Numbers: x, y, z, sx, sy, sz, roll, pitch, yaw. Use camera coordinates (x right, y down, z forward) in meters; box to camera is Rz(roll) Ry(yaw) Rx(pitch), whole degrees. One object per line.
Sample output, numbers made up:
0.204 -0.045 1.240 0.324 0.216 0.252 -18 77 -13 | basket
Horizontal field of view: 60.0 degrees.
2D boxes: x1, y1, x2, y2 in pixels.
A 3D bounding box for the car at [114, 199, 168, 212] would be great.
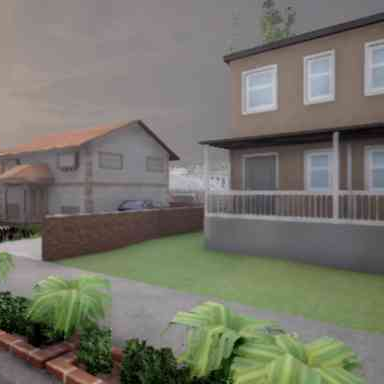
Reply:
-2.324 1.138 17.552 1.845 1.501 3.633 0 0 36 | car
